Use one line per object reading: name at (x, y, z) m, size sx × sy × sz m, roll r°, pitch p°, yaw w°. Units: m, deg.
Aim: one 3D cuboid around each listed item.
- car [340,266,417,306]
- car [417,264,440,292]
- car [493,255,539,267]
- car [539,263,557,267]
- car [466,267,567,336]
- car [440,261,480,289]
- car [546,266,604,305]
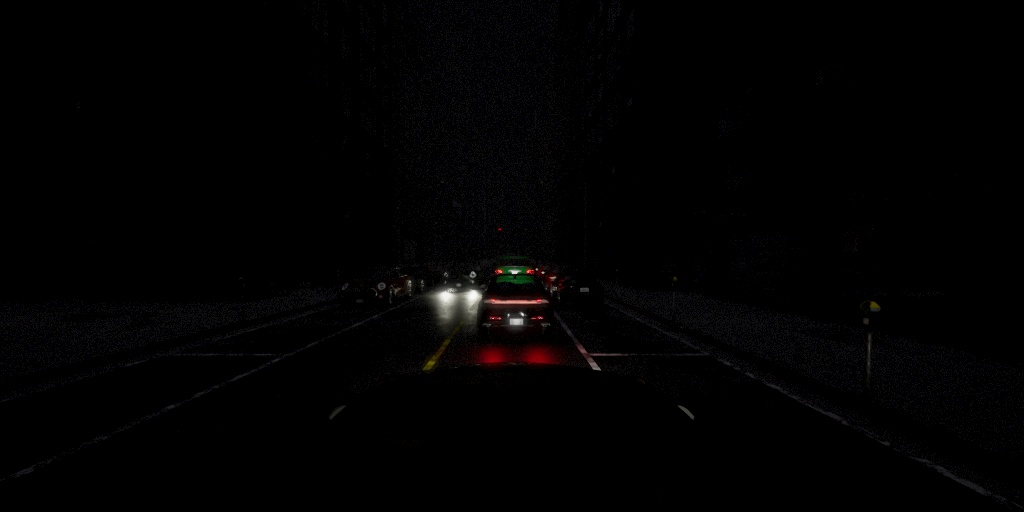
car at (-5.774, 1.188, 15.610) m, size 1.967 × 1.591 × 4.097 m, roll 0°, pitch 0°, yaw 0°
car at (-5.778, 1.314, 21.116) m, size 1.948 × 1.339 × 4.313 m, roll 0°, pitch 0°, yaw 0°
car at (0.089, 0.969, 20.266) m, size 2.150 × 2.045 × 5.566 m, roll 0°, pitch 0°, yaw -1°
car at (2.748, 1.293, 21.121) m, size 1.888 × 1.381 × 4.507 m, roll 0°, pitch 0°, yaw 0°
car at (0.095, 1.240, 10.347) m, size 2.128 × 1.511 × 4.902 m, roll 0°, pitch 0°, yaw 0°
car at (-3.076, 1.099, 22.996) m, size 2.097 × 1.767 × 4.553 m, roll 0°, pitch 0°, yaw 0°
car at (2.752, 1.314, 15.616) m, size 1.948 × 1.339 × 4.313 m, roll 0°, pitch 0°, yaw 0°
